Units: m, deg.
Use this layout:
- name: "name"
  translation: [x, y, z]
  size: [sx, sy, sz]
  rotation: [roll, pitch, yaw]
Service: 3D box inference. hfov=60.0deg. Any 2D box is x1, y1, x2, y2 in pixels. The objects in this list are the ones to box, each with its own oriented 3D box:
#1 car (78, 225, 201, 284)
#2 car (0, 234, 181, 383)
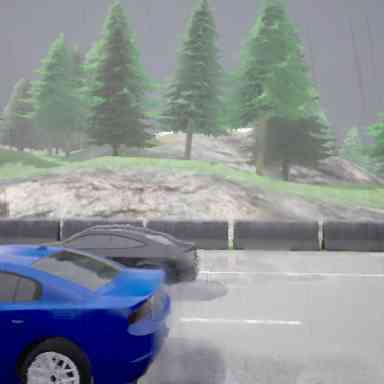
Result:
- name: "car"
  translation: [-2.136, 1.527, 7.857]
  size: [4.674, 1.442, 1.812]
  rotation: [0, 0, 4]
- name: "car"
  translation: [-2.774, 1.476, 4.393]
  size: [5.008, 1.535, 1.882]
  rotation: [0, 0, 4]
